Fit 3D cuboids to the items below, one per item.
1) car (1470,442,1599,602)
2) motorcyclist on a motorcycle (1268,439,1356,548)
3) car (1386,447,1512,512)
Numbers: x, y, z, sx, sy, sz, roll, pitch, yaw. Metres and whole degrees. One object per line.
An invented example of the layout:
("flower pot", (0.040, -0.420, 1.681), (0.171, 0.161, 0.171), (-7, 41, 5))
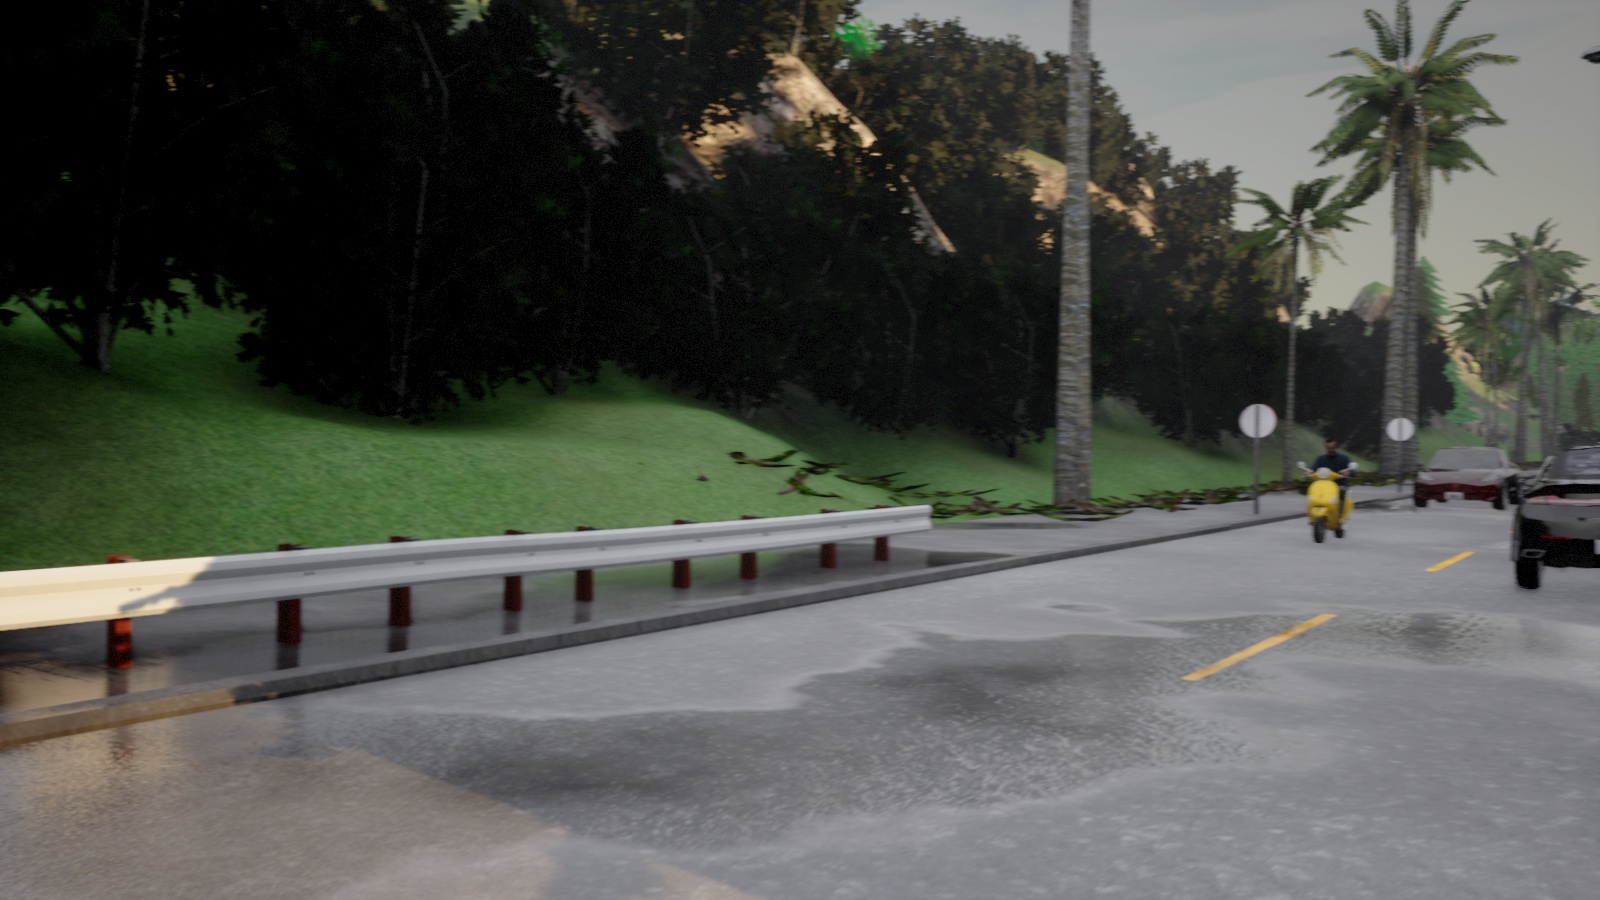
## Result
("car", (8.957, 0.682, 13.904), (2.128, 1.511, 4.902), (1, 0, 35))
("motorcyclist on a motorcycle", (7.930, 0.637, 19.414), (0.866, 1.590, 1.817), (1, 0, 35))
("car", (16.247, 0.673, 31.323), (2.163, 1.488, 4.792), (1, 0, 35))
